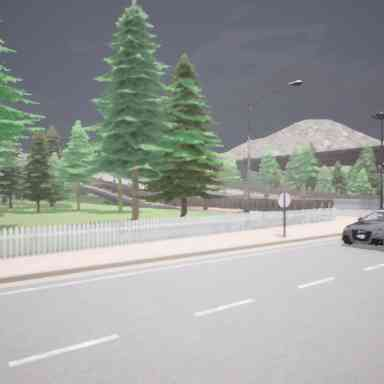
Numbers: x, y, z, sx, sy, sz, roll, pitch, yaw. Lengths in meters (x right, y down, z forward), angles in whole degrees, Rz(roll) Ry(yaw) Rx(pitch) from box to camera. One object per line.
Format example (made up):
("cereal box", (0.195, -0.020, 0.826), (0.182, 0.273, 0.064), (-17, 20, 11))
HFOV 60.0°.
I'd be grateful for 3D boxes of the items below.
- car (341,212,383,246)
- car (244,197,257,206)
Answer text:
("car", (8.209, 1.545, 14.098), (4.181, 1.385, 1.994), (0, 0, -35))
("car", (8.027, 1.251, 49.613), (1.812, 1.442, 4.674), (0, 3, -37))
